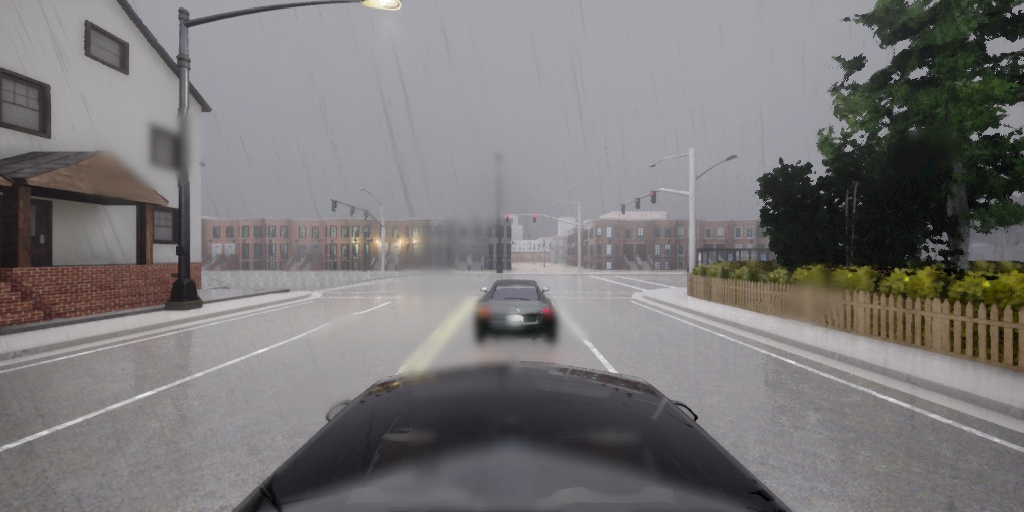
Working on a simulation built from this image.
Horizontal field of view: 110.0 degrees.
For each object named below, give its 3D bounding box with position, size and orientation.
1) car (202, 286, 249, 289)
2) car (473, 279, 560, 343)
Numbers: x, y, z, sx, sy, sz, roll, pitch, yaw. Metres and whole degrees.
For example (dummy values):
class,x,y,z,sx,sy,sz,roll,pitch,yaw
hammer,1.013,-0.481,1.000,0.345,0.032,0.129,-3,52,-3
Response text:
class,x,y,z,sx,sy,sz,roll,pitch,yaw
car,-22.438,3.307,26.907,5.566,2.045,2.150,-13,1,-1
car,0.099,1.314,9.657,1.994,1.385,4.181,0,0,0
